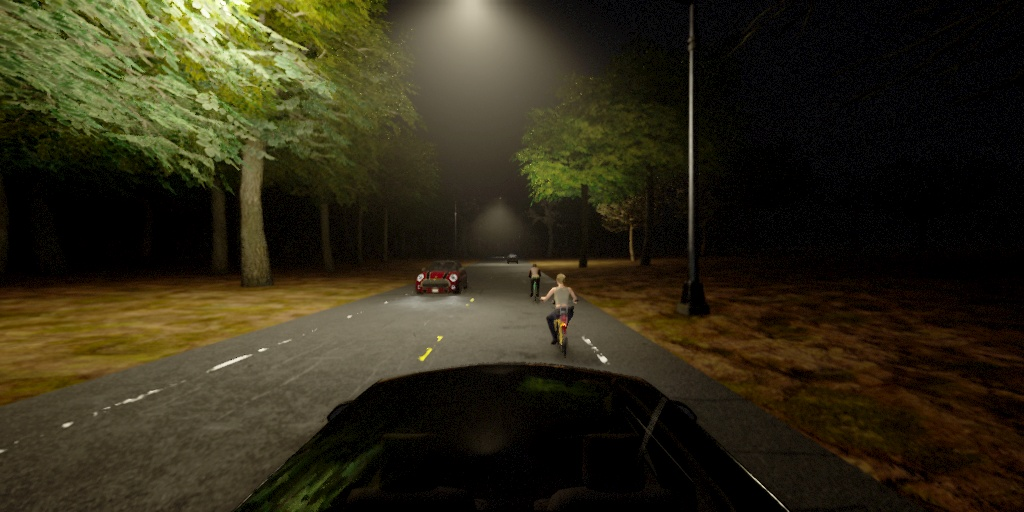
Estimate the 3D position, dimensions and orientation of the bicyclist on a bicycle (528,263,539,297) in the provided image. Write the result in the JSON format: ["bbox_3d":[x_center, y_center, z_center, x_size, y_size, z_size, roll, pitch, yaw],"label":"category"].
[{"bbox_3d":[0.969,1.143,15.131,0.582,1.620,1.656,0,0,0],"label":"bicyclist on a bicycle"}]

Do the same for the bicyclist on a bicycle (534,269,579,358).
[{"bbox_3d":[1.006,1.167,7.480,0.866,1.612,1.509,0,0,-1],"label":"bicyclist on a bicycle"}]

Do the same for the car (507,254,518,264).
[{"bbox_3d":[0.118,0.522,62.910,2.128,1.511,4.902,0,1,0],"label":"car"}]

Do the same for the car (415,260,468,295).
[{"bbox_3d":[-3.595,1.016,19.039,2.097,1.767,4.553,0,0,0],"label":"car"}]
